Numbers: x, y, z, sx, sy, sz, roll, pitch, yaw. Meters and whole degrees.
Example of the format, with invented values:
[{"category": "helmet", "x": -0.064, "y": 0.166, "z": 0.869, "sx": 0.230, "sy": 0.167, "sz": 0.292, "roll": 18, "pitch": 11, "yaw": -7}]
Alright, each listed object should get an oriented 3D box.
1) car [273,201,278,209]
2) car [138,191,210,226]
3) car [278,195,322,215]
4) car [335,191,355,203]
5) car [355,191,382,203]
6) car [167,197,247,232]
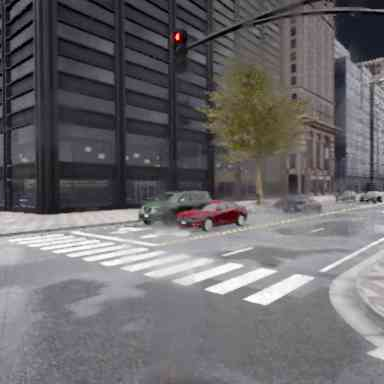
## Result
[{"category": "car", "x": 10.315, "y": 1.007, "z": 33.957, "sx": 2.033, "sy": 1.411, "sz": 5.357, "roll": 0, "pitch": 1, "yaw": 42}, {"category": "car", "x": -0.875, "y": 0.971, "z": 21.345, "sx": 2.150, "sy": 2.045, "sz": 5.566, "roll": 0, "pitch": 1, "yaw": 40}, {"category": "car", "x": 9.302, "y": 1.114, "z": 27.910, "sx": 1.994, "sy": 1.385, "sz": 4.181, "roll": 0, "pitch": 1, "yaw": 42}, {"category": "car", "x": 21.535, "y": 0.595, "z": 46.493, "sx": 1.837, "sy": 1.490, "sz": 4.892, "roll": 0, "pitch": 1, "yaw": 41}, {"category": "car", "x": 23.647, "y": 0.666, "z": 43.983, "sx": 1.882, "sy": 1.535, "sz": 5.008, "roll": 0, "pitch": 1, "yaw": 42}, {"category": "car", "x": 1.198, "y": 1.239, "z": 18.753, "sx": 1.882, "sy": 1.535, "sz": 5.008, "roll": 0, "pitch": 1, "yaw": 41}]
